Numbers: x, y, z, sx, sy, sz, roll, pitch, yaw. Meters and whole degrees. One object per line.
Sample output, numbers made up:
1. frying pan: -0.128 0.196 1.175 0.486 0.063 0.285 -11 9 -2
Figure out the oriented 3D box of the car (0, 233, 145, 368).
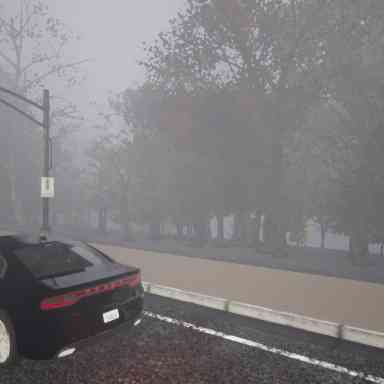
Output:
1. car: -3.051 1.477 5.855 5.008 1.535 1.882 0 0 37
